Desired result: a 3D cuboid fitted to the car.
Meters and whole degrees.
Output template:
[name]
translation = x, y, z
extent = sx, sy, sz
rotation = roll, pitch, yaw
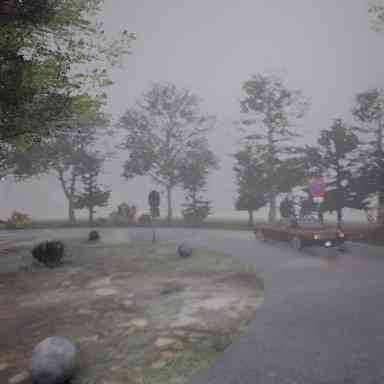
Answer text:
[car]
translation = 4.758, 1.865, 15.531
extent = 1.895, 1.301, 4.718
rotation = 0, -1, -19
